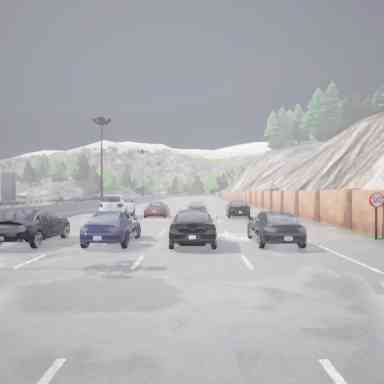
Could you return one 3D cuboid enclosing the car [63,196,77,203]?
[{"bbox_3d":[-23.305,1.536,66.175,1.994,1.385,4.181,0,0,0],"label":"car"}]

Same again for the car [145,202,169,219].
[{"bbox_3d":[-3.042,1.570,29.359,1.994,1.385,4.181,0,0,2],"label":"car"}]

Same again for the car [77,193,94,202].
[{"bbox_3d":[-19.820,1.202,64.457,2.150,2.045,5.566,0,0,1],"label":"car"}]

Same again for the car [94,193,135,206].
[{"bbox_3d":[-6.540,1.255,29.503,2.150,2.045,5.566,0,0,2],"label":"car"}]

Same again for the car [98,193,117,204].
[{"bbox_3d":[-16.321,1.266,64.451,2.150,2.045,5.566,0,0,1],"label":"car"}]

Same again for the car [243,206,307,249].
[{"bbox_3d":[3.552,1.530,14.419,1.812,1.442,4.674,0,0,1],"label":"car"}]

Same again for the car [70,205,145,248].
[{"bbox_3d":[-3.447,1.530,14.522,1.812,1.442,4.674,0,0,1],"label":"car"}]

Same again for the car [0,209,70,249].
[{"bbox_3d":[-6.947,1.492,14.573,2.128,1.511,4.902,0,0,1],"label":"car"}]

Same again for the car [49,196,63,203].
[{"bbox_3d":[-26.805,1.507,66.205,1.812,1.442,4.674,0,0,0],"label":"car"}]

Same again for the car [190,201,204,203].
[{"bbox_3d":[0.456,1.530,29.245,1.812,1.442,4.674,0,0,2],"label":"car"}]

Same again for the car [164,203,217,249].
[{"bbox_3d":[0.052,1.482,14.470,1.882,1.535,5.008,0,0,1],"label":"car"}]

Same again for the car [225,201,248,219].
[{"bbox_3d":[3.954,1.482,29.130,1.882,1.535,5.008,0,0,2],"label":"car"}]
